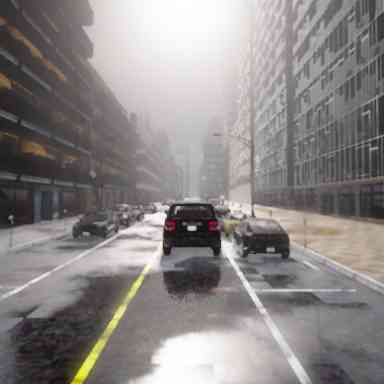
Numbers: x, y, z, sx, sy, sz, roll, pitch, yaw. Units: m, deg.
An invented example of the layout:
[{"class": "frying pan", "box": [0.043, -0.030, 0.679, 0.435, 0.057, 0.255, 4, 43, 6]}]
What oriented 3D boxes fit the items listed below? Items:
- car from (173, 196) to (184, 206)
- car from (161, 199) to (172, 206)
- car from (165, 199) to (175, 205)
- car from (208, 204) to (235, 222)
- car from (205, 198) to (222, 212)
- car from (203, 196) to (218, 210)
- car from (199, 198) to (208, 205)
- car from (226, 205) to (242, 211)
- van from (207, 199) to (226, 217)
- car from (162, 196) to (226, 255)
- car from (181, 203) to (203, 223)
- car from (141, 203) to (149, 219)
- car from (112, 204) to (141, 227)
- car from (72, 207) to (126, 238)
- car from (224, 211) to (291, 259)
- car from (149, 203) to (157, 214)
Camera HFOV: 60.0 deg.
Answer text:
[{"class": "car", "box": [-2.767, 1.904, 71.001, 2.150, 2.045, 5.566, 0, -1, 0]}, {"class": "car", "box": [-5.331, 2.235, 69.695, 1.947, 1.339, 4.313, 1, -1, 0]}, {"class": "car", "box": [-5.298, 2.330, 80.988, 2.008, 1.369, 4.403, 1, -1, 0]}, {"class": "car", "box": [2.568, 1.836, 30.004, 2.008, 1.369, 4.403, 1, -1, 0]}, {"class": "car", "box": [2.977, 1.806, 47.558, 2.097, 1.767, 4.553, 0, -1, 0]}, {"class": "car", "box": [2.968, 1.750, 54.620, 2.150, 2.045, 5.566, 0, -1, 0]}, {"class": "car", "box": [2.559, 2.163, 75.222, 1.967, 1.590, 4.097, 1, -1, 0]}, {"class": "car", "box": [2.572, 1.705, 18.870, 1.752, 1.417, 4.829, 1, -1, 0]}, {"class": "van", "box": [2.570, 1.680, 35.658, 1.690, 1.788, 3.998, 1, -1, 0]}, {"class": "car", "box": [-0.002, 1.350, 14.011, 2.150, 2.045, 5.566, 0, 0, 0]}, {"class": "car", "box": [-0.003, 1.787, 29.305, 1.837, 1.490, 4.892, 0, 0, 0]}, {"class": "car", "box": [-5.312, 1.869, 30.171, 1.802, 1.307, 4.206, 1, -1, 0]}, {"class": "car", "box": [-5.309, 1.673, 24.526, 1.967, 1.590, 4.097, 1, -1, 0]}, {"class": "car", "box": [-5.309, 1.746, 18.879, 1.947, 1.339, 4.313, 1, -1, 0]}, {"class": "car", "box": [2.572, 1.675, 13.048, 2.008, 1.369, 4.403, 1, -1, 0]}, {"class": "car", "box": [-5.315, 1.977, 41.463, 1.802, 1.307, 4.206, 1, -1, 0]}]
